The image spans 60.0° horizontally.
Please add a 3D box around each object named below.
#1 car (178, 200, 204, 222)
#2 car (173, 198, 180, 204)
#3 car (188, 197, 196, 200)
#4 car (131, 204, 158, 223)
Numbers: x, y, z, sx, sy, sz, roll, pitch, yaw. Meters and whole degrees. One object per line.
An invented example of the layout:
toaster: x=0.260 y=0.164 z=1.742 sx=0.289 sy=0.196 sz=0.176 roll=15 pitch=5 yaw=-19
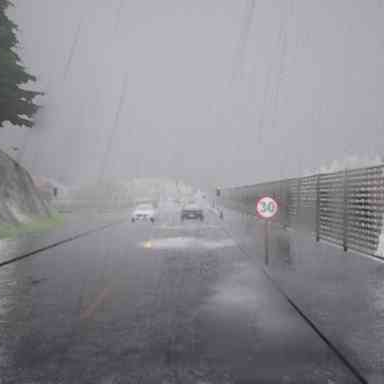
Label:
car: x=0.003 y=1.759 z=29.481 sx=1.882 sy=1.535 sz=5.008 roll=0 pitch=0 yaw=0
car: x=-4.013 y=2.380 z=88.920 sx=2.033 sy=1.411 sz=5.357 roll=0 pitch=-1 yaw=0
car: x=-0.011 y=2.205 z=83.697 sx=2.033 sy=1.411 sz=5.357 roll=0 pitch=-1 yaw=0
car: x=-4.010 y=1.801 z=28.687 sx=1.812 sy=1.442 sz=4.674 roll=0 pitch=-1 yaw=0
